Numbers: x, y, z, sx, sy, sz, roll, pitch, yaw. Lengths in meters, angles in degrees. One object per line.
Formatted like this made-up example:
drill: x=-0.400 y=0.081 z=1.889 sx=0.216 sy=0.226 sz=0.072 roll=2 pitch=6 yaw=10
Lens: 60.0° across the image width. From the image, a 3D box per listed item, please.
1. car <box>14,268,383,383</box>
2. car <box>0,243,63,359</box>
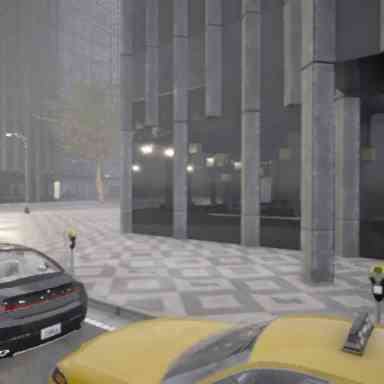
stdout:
car: x=0.876 y=1.524 z=2.337 sx=4.829 sy=1.417 sz=1.752 roll=0 pitch=0 yaw=36
car: x=-3.572 y=1.538 z=5.522 sx=4.403 sy=1.369 sz=2.008 roll=0 pitch=0 yaw=36
